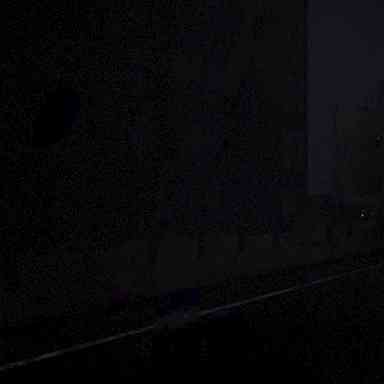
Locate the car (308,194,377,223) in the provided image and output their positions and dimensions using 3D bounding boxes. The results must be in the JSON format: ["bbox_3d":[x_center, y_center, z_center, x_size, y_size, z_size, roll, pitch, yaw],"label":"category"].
[{"bbox_3d":[11.251,1.206,25.860,2.150,2.045,5.566,0,0,-35],"label":"car"}]
